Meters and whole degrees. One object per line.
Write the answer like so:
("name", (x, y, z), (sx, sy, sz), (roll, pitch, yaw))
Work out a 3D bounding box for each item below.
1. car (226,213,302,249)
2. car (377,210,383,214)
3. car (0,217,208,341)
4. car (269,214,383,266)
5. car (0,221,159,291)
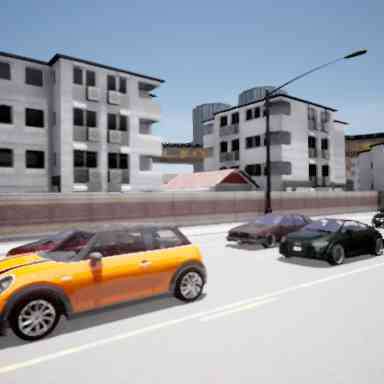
("car", (4.108, 1.690, 15.632), (5.357, 1.411, 2.033), (0, -1, -36))
("car", (14.181, 1.589, 22.437), (4.892, 1.490, 1.837), (-1, -1, -30))
("car", (-1.916, 1.471, 6.894), (4.553, 1.767, 2.097), (0, -1, -36))
("car", (5.055, 1.648, 11.955), (4.181, 1.385, 1.994), (0, -1, -35))
("car", (-3.351, 1.743, 10.179), (4.181, 1.385, 1.994), (0, -1, -36))
